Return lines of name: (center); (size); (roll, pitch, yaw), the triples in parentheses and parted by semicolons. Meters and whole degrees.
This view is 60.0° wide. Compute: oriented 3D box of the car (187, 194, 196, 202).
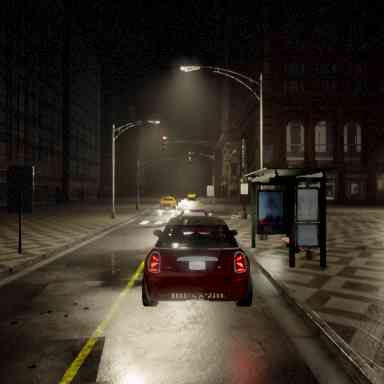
car: (-0.057, 1.441, 74.382); (1.895, 1.301, 4.718); (0, 0, 0)

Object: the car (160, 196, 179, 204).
car: (-3.118, 1.421, 44.024); (1.882, 1.535, 5.008); (0, 0, 1)

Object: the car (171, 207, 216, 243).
car: (0.083, 1.558, 16.791); (1.994, 1.385, 4.181); (0, 0, 0)

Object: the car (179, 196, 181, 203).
car: (-3.127, 1.421, 54.322); (1.837, 1.490, 4.892); (0, 0, 0)

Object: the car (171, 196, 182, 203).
car: (-3.089, 1.485, 65.276); (1.895, 1.301, 4.718); (0, 0, 0)

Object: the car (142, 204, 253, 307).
car: (0.094, 1.352, 8.148); (2.097, 1.767, 4.553); (0, 0, 0)

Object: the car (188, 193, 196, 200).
car: (-0.064, 1.126, 84.356); (1.882, 1.535, 5.008); (0, 0, 0)
